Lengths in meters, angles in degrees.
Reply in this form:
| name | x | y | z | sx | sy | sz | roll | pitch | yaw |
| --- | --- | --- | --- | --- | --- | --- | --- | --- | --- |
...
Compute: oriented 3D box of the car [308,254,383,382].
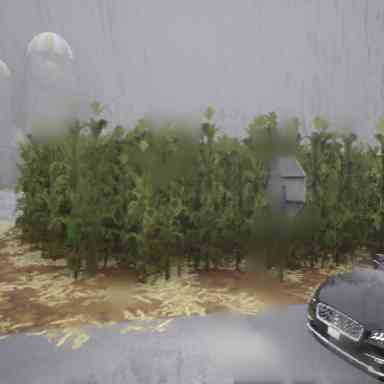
| name | x | y | z | sx | sy | sz | roll | pitch | yaw |
| --- | --- | --- | --- | --- | --- | --- | --- | --- | --- |
| car | 4.003 | 1.419 | 4.656 | 4.892 | 1.490 | 1.837 | 0 | 2 | -17 |
